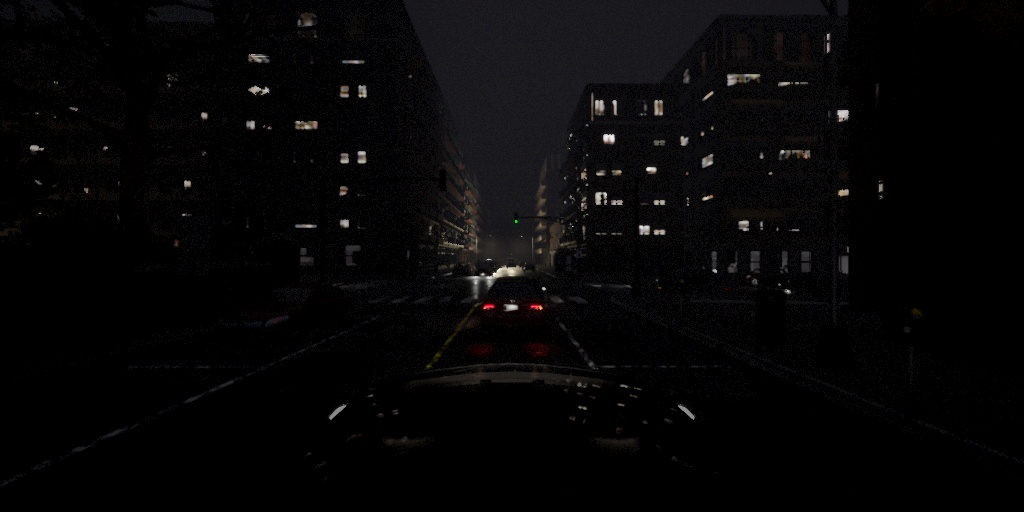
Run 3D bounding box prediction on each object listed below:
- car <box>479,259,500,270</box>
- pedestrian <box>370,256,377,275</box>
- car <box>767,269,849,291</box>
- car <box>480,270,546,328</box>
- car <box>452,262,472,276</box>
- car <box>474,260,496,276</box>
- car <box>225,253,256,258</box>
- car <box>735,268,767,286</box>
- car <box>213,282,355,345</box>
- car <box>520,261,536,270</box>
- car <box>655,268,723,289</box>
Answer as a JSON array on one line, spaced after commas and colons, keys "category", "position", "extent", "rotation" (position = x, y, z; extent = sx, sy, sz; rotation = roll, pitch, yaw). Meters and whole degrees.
[{"category": "car", "position": [-3.223, 1.429, 51.227], "extent": [2.097, 1.767, 4.553], "rotation": [0, 0, 0]}, {"category": "pedestrian", "position": [-12.792, 0.860, 32.998], "extent": [0.375, 1.860, 0.375], "rotation": [0, -1, -1]}, {"category": "car", "position": [23.512, 1.905, 27.998], "extent": [5.357, 1.411, 2.033], "rotation": [1, 0, -1]}, {"category": "car", "position": [0.124, 1.362, 11.589], "extent": [2.033, 1.411, 5.357], "rotation": [0, 0, 3]}, {"category": "car", "position": [-5.792, 1.456, 42.015], "extent": [1.967, 1.591, 4.097], "rotation": [0, 0, 0]}, {"category": "car", "position": [-3.204, 1.537, 41.349], "extent": [1.812, 1.442, 4.674], "rotation": [0, 0, 0]}, {"category": "car", "position": [-17.595, 0.844, 24.192], "extent": [5.566, 2.045, 2.150], "rotation": [1, 0, -1]}, {"category": "car", "position": [21.307, 1.761, 30.520], "extent": [4.097, 1.591, 1.967], "rotation": [0, 0, -1]}, {"category": "car", "position": [-5.708, 1.384, 9.605], "extent": [1.802, 1.307, 4.207], "rotation": [0, 0, 0]}, {"category": "car", "position": [2.558, 1.641, 53.308], "extent": [2.007, 1.370, 4.403], "rotation": [0, 0, 0]}, {"category": "car", "position": [13.702, 1.674, 27.850], "extent": [4.902, 1.511, 2.128], "rotation": [1, 0, -1]}]
